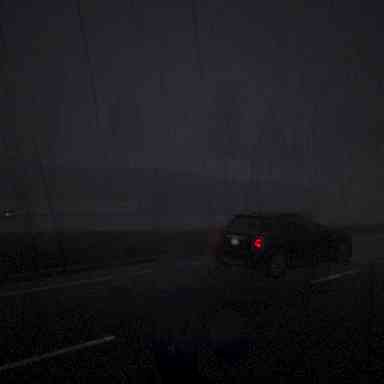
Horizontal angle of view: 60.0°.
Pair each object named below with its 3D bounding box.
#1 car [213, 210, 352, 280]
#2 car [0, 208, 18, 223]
[{"bbox_3d":[2.890,1.358,10.187,4.553,1.767,2.097,0,0,-35],"label":"car"},{"bbox_3d":[-15.325,1.605,23.393,5.357,1.411,2.033,0,0,-9],"label":"car"}]
